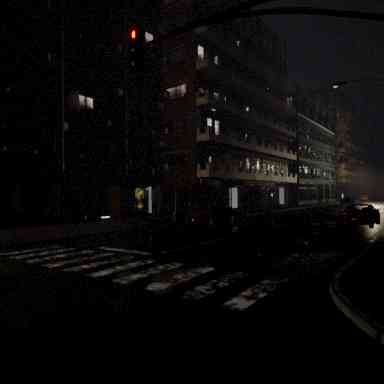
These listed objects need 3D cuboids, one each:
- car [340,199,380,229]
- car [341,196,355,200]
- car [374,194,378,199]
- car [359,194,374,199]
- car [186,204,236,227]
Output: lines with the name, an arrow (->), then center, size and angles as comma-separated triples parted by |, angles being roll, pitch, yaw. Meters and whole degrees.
car -> 10.307, 1.372, 20.285 | 1.887, 1.381, 4.507 | -1, 0, 36
car -> 26.949, 1.347, 57.390 | 1.947, 1.339, 4.313 | -1, 0, 36
car -> 43.729, 1.231, 80.318 | 1.947, 1.339, 4.313 | -1, 0, 36
car -> 37.017, 1.293, 71.147 | 1.802, 1.307, 4.206 | -1, 0, 36
car -> 1.378, 1.515, 22.666 | 1.887, 1.381, 4.507 | -1, 0, 36
